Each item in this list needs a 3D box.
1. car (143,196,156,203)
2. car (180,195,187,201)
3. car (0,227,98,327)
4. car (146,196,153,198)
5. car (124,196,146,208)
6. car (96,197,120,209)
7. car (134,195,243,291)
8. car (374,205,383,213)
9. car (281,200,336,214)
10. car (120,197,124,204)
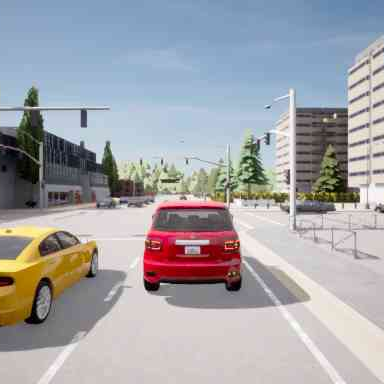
[{"bbox_3d":[-8.864,1.540,69.877,2.033,1.411,5.357,0,0,-2],"label":"car"},{"bbox_3d":[-2.338,1.524,87.216,1.812,1.442,4.674,0,0,-2],"label":"car"},{"bbox_3d":[-3.478,1.478,7.147,1.882,1.535,5.008,0,0,0],"label":"car"},{"bbox_3d":[-8.649,1.491,59.513,2.128,1.511,4.902,0,0,-1],"label":"car"},{"bbox_3d":[-8.391,1.505,49.302,1.837,1.490,4.892,0,0,-2],"label":"car"},{"bbox_3d":[-11.794,1.491,45.882,2.128,1.511,4.902,0,0,-2],"label":"car"},{"bbox_3d":[0.016,1.221,9.135,2.150,2.045,5.566,0,0,0],"label":"car"},{"bbox_3d":[22.166,1.547,34.908,5.357,1.411,2.033,0,0,-2],"label":"car"},{"bbox_3d":[12.083,1.547,34.603,5.357,1.411,2.033,0,0,-2],"label":"car"},{"bbox_3d":[-12.178,1.548,61.240,2.033,1.411,5.357,0,0,-1],"label":"car"}]
